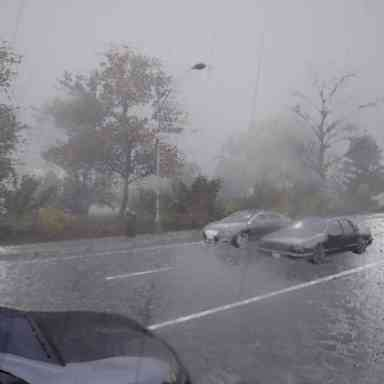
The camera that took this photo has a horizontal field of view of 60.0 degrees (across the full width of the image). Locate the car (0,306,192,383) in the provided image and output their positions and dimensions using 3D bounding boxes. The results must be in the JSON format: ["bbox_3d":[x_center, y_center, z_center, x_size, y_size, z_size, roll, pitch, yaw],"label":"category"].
[{"bbox_3d":[-2.018,1.569,2.424,4.181,1.385,1.994,0,0,-36],"label":"car"}]

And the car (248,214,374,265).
[{"bbox_3d":[4.730,1.630,12.226,5.357,1.411,2.033,0,0,-39],"label":"car"}]

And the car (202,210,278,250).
[{"bbox_3d":[2.631,1.580,15.053,4.902,1.511,2.128,0,0,-39],"label":"car"}]
